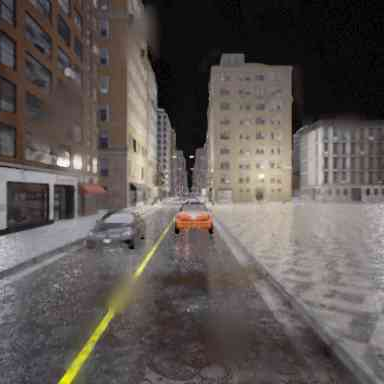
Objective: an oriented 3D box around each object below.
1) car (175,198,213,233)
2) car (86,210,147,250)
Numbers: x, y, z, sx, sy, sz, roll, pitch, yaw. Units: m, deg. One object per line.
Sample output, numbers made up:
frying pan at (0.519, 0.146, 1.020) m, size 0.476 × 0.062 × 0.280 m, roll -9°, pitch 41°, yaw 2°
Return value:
car at (0.102, 1.365, 19.681) m, size 2.097 × 1.767 × 4.553 m, roll 0°, pitch 0°, yaw 0°
car at (-3.097, 1.535, 14.492) m, size 1.812 × 1.442 × 4.674 m, roll 0°, pitch 0°, yaw 0°
